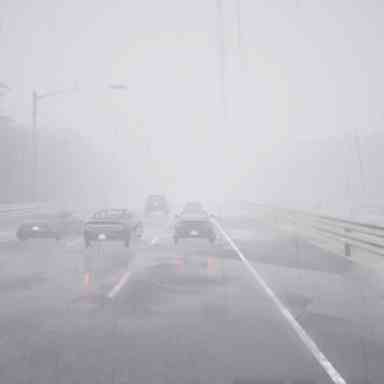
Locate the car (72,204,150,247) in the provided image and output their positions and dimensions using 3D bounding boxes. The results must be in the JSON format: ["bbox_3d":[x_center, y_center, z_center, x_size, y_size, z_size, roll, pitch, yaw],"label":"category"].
[{"bbox_3d":[-3.400,1.499,15.037,2.128,1.511,4.902,0,0,0],"label":"car"}]

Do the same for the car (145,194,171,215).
[{"bbox_3d":[-3.396,1.243,33.755,2.150,2.045,5.566,0,0,1],"label":"car"}]

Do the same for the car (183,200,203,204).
[{"bbox_3d":[0.099,1.513,34.245,2.128,1.511,4.902,0,0,0],"label":"car"}]

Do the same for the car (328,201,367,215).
[{"bbox_3d":[16.623,1.673,35.770,1.812,1.442,4.674,0,0,-17],"label":"car"}]

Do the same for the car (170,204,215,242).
[{"bbox_3d":[0.100,1.534,16.203,1.812,1.442,4.674,0,0,0],"label":"car"}]

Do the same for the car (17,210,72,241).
[{"bbox_3d":[-6.901,1.573,16.685,1.994,1.385,4.181,0,0,0],"label":"car"}]
